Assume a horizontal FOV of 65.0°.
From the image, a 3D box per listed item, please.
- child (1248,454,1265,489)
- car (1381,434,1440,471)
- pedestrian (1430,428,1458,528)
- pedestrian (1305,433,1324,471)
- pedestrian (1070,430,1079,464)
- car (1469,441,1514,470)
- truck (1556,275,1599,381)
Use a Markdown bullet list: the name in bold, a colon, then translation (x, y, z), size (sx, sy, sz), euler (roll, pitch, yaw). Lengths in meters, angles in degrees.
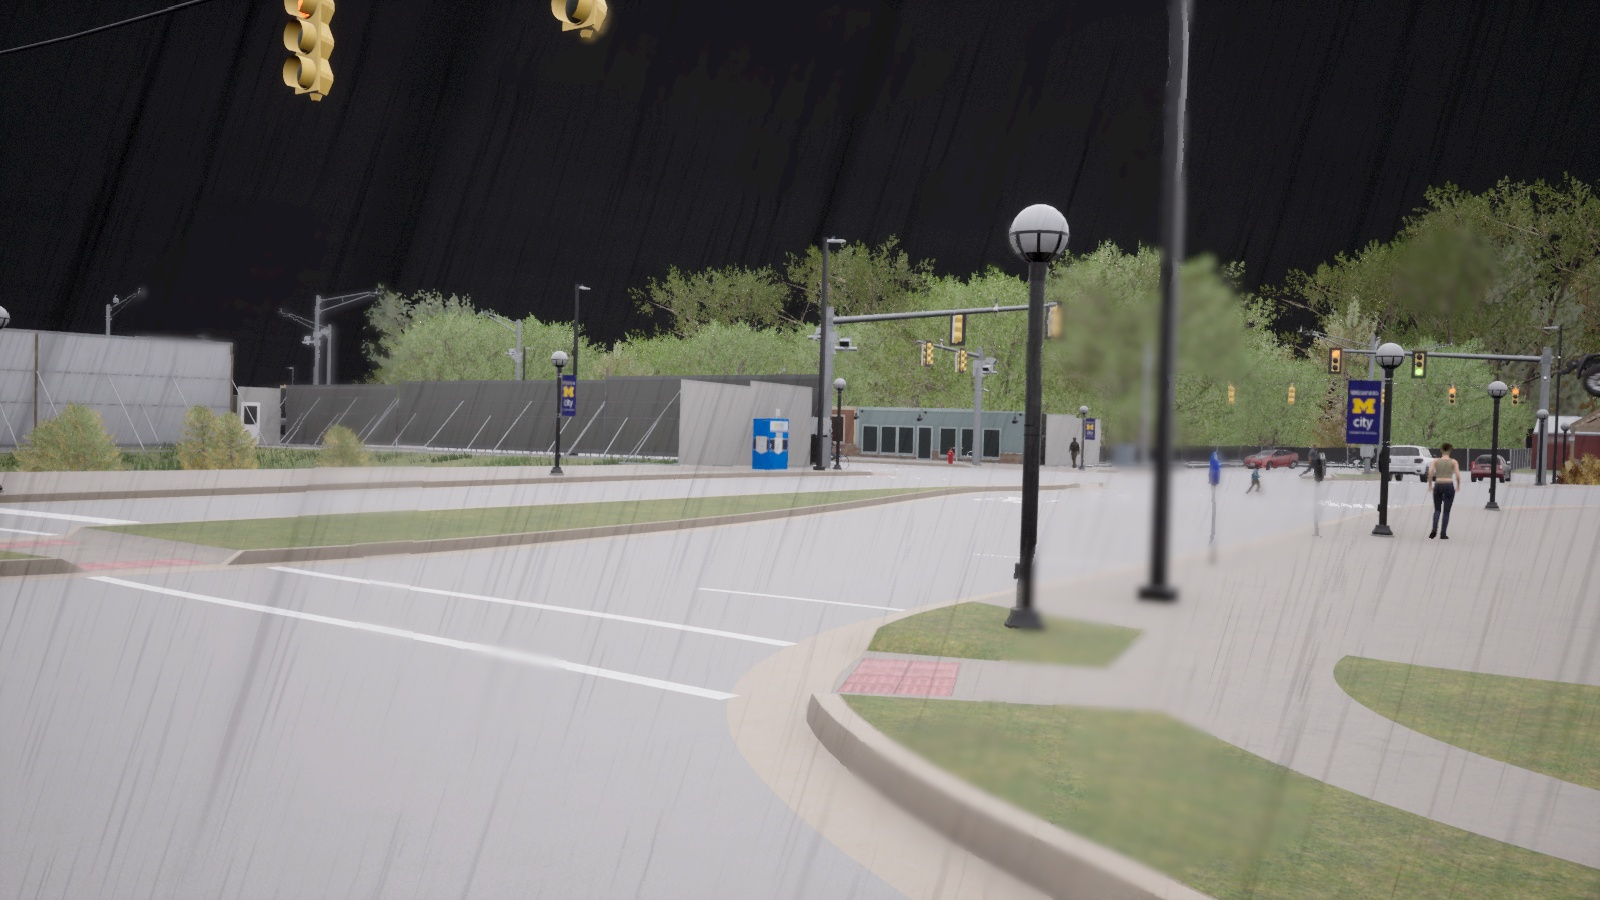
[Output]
- **child**: translation (15.840, 0.747, 43.603), size (0.448, 1.192, 0.343), euler (2, 2, 36)
- **car**: translation (35.004, 0.158, 71.878), size (2.150, 2.045, 5.566), euler (0, 0, 35)
- **pedestrian**: translation (12.105, 0.516, 23.593), size (0.345, 1.836, 0.594), euler (2, 2, 34)
- **pedestrian**: translation (25.221, 0.082, 61.604), size (0.694, 1.848, 0.540), euler (2, 2, 40)
- **pedestrian**: translation (15.541, -0.177, 71.063), size (0.395, 1.930, 0.692), euler (1, 2, 21)
- **car**: translation (40.738, 0.294, 73.917), size (1.851, 1.617, 3.988), euler (0, 1, 36)
- **truck**: translation (30.149, -4.363, 42.214), size (7.936, 3.462, 2.891), euler (-3, 2, 32)
